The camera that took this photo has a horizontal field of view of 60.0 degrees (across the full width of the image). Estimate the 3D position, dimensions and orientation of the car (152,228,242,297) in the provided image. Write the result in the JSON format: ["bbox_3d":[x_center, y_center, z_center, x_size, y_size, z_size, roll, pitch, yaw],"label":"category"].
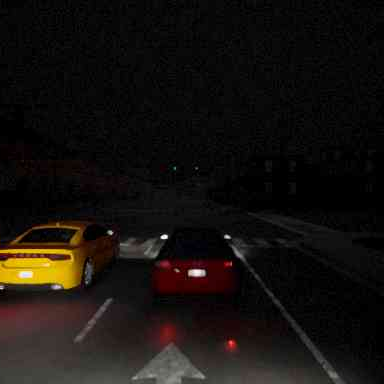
[{"bbox_3d":[0.107,1.624,8.760,1.994,1.385,4.181,0,0,0],"label":"car"}]

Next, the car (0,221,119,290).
[{"bbox_3d":[-3.391,1.541,9.287,1.882,1.535,5.008,0,0,0],"label":"car"}]
